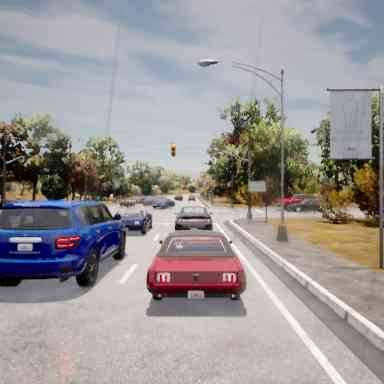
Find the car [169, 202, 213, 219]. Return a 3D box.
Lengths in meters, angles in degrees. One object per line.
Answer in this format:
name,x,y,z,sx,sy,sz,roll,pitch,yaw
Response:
car,0.093,1.511,17.626,2.128,1.511,4.902,0,0,0

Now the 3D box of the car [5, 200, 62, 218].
car,-14.806,1.512,31.103,5.008,1.535,1.882,0,-1,21

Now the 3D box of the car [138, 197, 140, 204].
car,-10.574,1.597,63.802,1.812,1.442,4.674,0,0,0

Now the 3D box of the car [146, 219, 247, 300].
car,0.099,1.610,8.355,1.895,1.301,4.718,0,0,0

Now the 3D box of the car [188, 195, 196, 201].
car,-0.037,1.628,85.093,2.033,1.411,5.357,0,0,0

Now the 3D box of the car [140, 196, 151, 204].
car,-7.106,1.588,56.136,1.812,1.442,4.674,0,0,0

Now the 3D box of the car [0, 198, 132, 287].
car,-3.409,1.232,9.508,2.150,2.045,5.566,0,0,0

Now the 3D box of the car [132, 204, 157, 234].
car,-3.409,1.622,19.262,1.895,1.301,4.718,0,0,0

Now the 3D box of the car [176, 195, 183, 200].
car,-3.542,1.489,95.510,1.837,1.490,4.892,0,0,0

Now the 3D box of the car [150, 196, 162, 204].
car,-7.061,1.550,65.465,1.882,1.535,5.008,0,0,1

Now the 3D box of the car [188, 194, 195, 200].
car,-0.042,1.467,95.512,1.882,1.535,5.008,0,0,0

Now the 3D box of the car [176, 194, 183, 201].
car,-3.537,1.588,85.091,1.837,1.490,4.892,0,0,0

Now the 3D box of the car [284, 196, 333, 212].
car,13.379,1.547,37.875,4.892,1.490,1.837,0,0,3

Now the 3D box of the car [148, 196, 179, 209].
car,-3.838,1.599,46.311,2.033,1.411,5.357,0,0,14

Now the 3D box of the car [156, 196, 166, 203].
car,-7.033,1.679,75.771,1.895,1.301,4.718,0,0,0

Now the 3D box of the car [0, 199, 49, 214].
car,-18.437,1.532,36.220,4.902,1.511,2.128,0,0,0

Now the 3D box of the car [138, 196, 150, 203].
car,-10.532,1.633,72.526,1.994,1.385,4.181,0,0,0

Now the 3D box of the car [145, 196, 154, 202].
car,-10.536,1.615,82.555,1.812,1.442,4.674,0,0,0

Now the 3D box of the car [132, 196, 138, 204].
car,-10.611,1.662,54.768,1.895,1.301,4.718,0,0,0

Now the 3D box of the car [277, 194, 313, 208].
car,13.425,1.268,41.393,5.566,2.045,2.150,0,0,3
